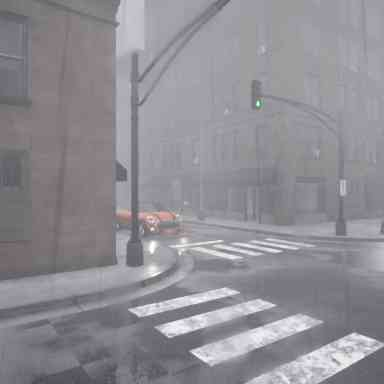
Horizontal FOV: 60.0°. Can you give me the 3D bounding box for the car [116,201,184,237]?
[{"bbox_3d":[-2.362,1.263,17.521,2.097,1.767,4.553,0,0,-35],"label":"car"}]
